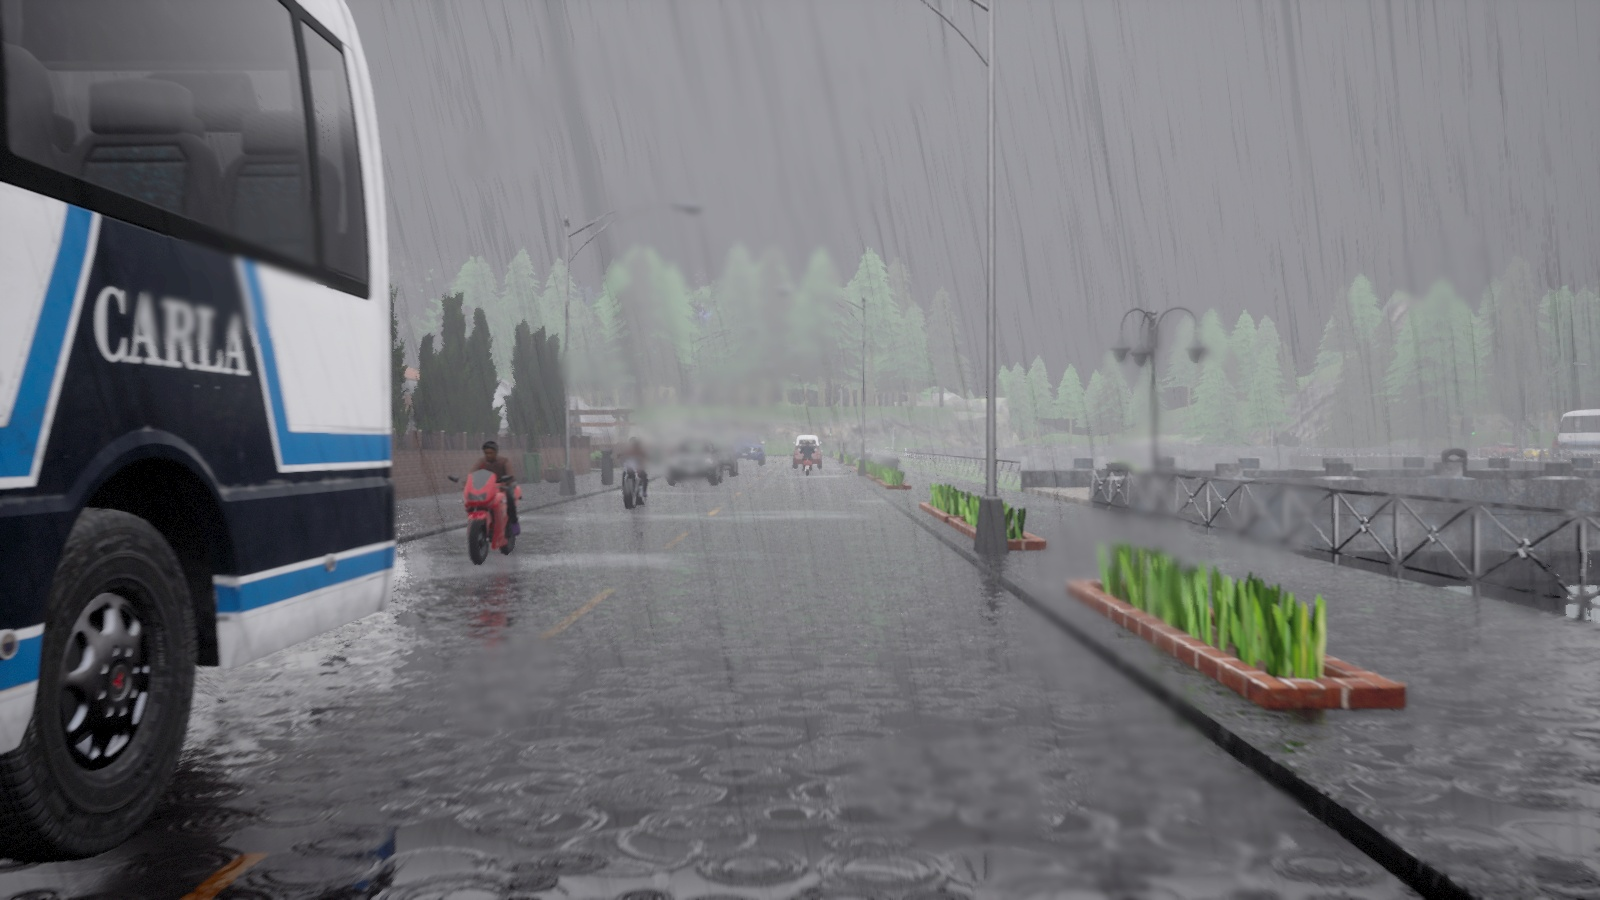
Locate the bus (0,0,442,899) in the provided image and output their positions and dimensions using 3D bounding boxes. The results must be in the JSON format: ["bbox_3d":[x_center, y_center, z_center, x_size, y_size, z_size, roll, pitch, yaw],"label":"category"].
[{"bbox_3d":[-3.971,-0.643,1.799,3.944,4.253,10.273,0,0,0],"label":"bus"}]

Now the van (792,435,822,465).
[{"bbox_3d":[0.527,-0.031,88.897,2.069,2.038,4.480,0,0,0],"label":"van"}]

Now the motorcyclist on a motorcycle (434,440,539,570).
[{"bbox_3d":[-3.893,0.637,15.761,0.797,1.523,2.044,0,0,1],"label":"motorcyclist on a motorcycle"}]

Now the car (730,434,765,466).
[{"bbox_3d":[-3.498,-0.014,84.639,2.150,2.045,5.566,0,0,0],"label":"car"}]

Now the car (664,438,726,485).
[{"bbox_3d":[-3.725,0.387,45.108,1.851,1.617,3.988,0,0,0],"label":"car"}]

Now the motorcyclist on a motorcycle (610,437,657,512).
[{"bbox_3d":[-3.819,0.531,28.941,0.766,1.649,2.350,0,0,0],"label":"motorcyclist on a motorcycle"}]

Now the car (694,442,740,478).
[{"bbox_3d":[-3.662,0.406,56.139,1.789,1.549,3.705,0,0,0],"label":"car"}]

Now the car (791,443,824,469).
[{"bbox_3d":[0.437,0.348,73.291,1.845,1.501,3.633,0,0,0],"label":"car"}]
